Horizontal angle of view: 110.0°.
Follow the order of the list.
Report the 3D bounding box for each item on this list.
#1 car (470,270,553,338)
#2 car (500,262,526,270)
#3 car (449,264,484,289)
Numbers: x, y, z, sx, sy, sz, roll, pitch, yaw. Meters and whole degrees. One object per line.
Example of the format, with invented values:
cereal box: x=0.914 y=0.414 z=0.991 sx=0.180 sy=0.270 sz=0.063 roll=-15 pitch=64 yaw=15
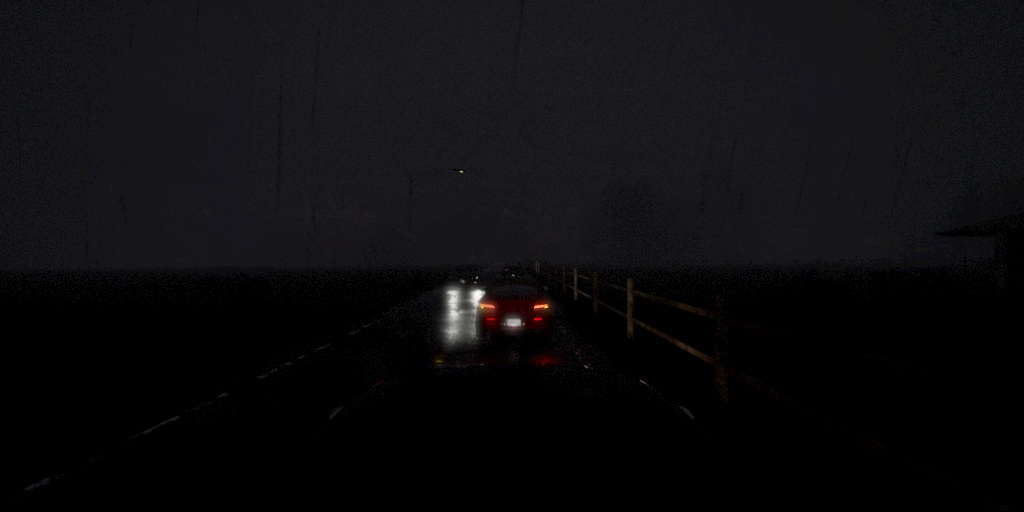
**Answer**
car: x=0.068 y=1.276 z=10.045 sx=1.812 sy=1.442 sz=4.674 roll=0 pitch=0 yaw=0
car: x=0.084 y=1.256 z=29.365 sx=2.128 sy=1.511 sz=4.902 roll=0 pitch=0 yaw=0
car: x=-2.852 y=1.261 z=23.427 sx=1.837 sy=1.490 sz=4.892 roll=0 pitch=0 yaw=0
